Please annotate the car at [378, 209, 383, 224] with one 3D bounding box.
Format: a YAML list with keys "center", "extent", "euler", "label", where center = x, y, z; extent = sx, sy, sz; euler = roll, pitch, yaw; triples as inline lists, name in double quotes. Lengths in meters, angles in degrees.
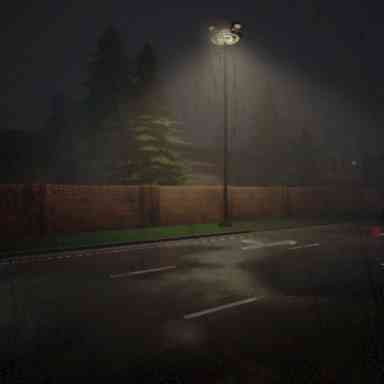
- center: [14.498, 1.481, 22.703]
  extent: [4.674, 1.442, 1.812]
  euler: [0, 0, -36]
  label: "car"
